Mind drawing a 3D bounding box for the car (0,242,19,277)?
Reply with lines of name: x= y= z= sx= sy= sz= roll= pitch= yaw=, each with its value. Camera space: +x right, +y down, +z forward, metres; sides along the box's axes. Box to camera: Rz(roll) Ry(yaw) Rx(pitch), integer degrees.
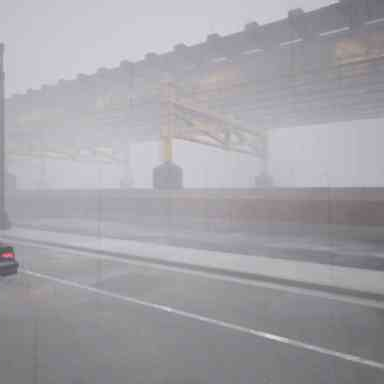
car: x=-6.683 y=1.548 z=8.757 sx=5.357 sy=1.411 sz=2.033 roll=0 pitch=0 yaw=36
